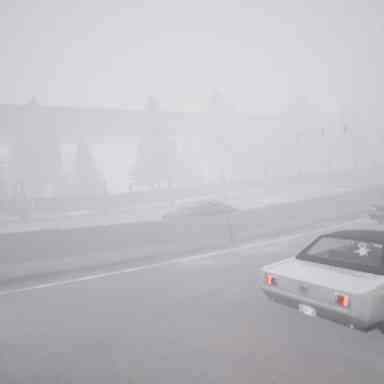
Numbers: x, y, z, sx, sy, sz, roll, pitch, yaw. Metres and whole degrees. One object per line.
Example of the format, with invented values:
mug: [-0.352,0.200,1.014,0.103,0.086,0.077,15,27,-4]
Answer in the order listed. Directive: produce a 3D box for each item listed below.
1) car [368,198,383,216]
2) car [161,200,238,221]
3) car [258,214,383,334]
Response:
car: [10.255,0.552,15.419,5.357,1.411,2.033,-7,4,-36]
car: [0.471,1.126,17.222,4.181,1.385,1.994,-5,3,-35]
car: [3.526,1.375,6.268,4.718,1.301,1.895,-3,2,-36]
